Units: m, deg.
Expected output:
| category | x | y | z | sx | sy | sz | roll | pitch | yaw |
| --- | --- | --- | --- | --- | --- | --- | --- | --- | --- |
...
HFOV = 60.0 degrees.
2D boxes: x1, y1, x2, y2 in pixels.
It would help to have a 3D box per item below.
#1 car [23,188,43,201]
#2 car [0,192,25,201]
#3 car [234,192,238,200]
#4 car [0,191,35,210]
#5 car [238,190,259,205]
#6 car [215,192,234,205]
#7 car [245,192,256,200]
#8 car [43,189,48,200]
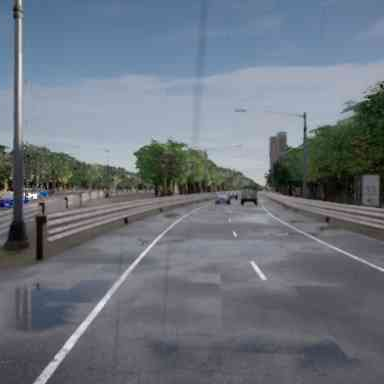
| category | x | y | z | sx | sy | sz | roll | pitch | yaw |
| --- | --- | --- | --- | --- | --- | --- | --- | --- | --- |
| car | -23.893 | 0.460 | 48.171 | 2.150 | 2.045 | 5.566 | 0 | 3 | -9 |
| car | -28.294 | 0.746 | 52.577 | 1.895 | 1.301 | 4.718 | 0 | 1 | -9 |
| car | 8.546 | 0.765 | 68.237 | 1.837 | 1.490 | 4.892 | 0 | 0 | 11 |
| car | -17.437 | 0.952 | 32.859 | 1.882 | 1.535 | 5.008 | 0 | 1 | -12 |
| car | 7.788 | 0.723 | 45.535 | 2.150 | 2.045 | 5.566 | 0 | 1 | 11 |
| car | 4.341 | 1.000 | 46.139 | 1.812 | 1.442 | 4.674 | 0 | 1 | 11 |
| car | 11.312 | 0.796 | 64.306 | 1.882 | 1.535 | 5.008 | 0 | -1 | 11 |
| car | -24.937 | 0.371 | 53.711 | 2.150 | 2.045 | 5.566 | 0 | -2 | -9 |
